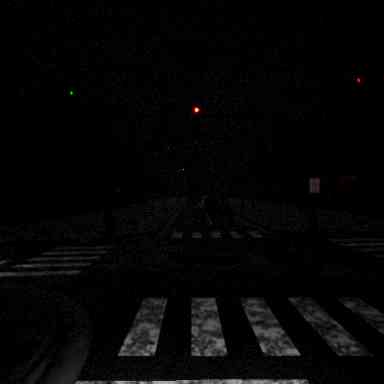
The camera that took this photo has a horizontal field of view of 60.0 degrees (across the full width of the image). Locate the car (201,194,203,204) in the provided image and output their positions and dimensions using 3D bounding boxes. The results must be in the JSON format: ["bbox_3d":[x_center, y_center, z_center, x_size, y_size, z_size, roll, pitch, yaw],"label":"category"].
[{"bbox_3d":[2.632,1.331,40.743,2.192,1.841,5.009,-1,0,0],"label":"car"}]

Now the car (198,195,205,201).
[{"bbox_3d":[2.638,1.614,94.767,1.967,1.590,4.097,-1,0,0],"label":"car"}]

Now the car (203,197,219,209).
[{"bbox_3d":[2.634,1.466,46.146,1.967,1.590,4.097,-1,0,0],"label":"car"}]

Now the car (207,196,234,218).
[{"bbox_3d":[2.633,1.442,29.939,1.967,1.590,4.097,-1,0,0],"label":"car"}]

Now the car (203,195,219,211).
[{"bbox_3d":[2.632,1.323,35.341,2.192,1.841,5.009,-1,0,0],"label":"car"}]

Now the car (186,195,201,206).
[{"bbox_3d":[0.068,1.612,56.174,1.994,1.385,4.181,0,0,0],"label":"car"}]
